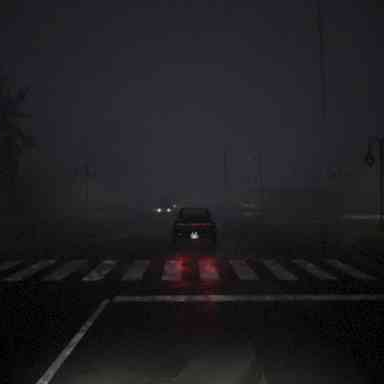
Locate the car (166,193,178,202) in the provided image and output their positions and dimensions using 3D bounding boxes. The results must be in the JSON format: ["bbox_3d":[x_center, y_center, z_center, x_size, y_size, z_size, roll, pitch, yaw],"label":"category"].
[{"bbox_3d":[-3.549,1.142,56.070,2.150,2.045,5.566,0,0,0],"label":"car"}]

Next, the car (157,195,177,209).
[{"bbox_3d":[-3.579,1.481,45.158,2.033,1.411,5.357,0,0,0],"label":"car"}]

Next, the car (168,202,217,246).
[{"bbox_3d":[0.097,1.461,15.241,2.128,1.511,4.902,0,1,0],"label":"car"}]
